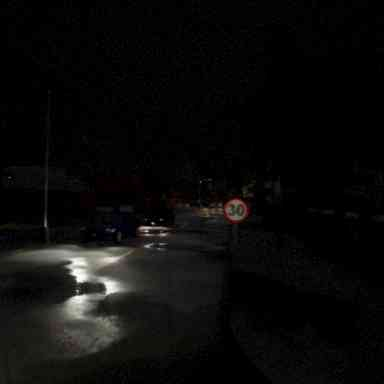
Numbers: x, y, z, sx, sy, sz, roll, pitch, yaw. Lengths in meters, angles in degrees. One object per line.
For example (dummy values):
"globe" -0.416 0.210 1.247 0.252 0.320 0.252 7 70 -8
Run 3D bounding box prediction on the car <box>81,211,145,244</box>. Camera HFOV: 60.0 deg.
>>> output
"car" -4.298 1.836 18.165 1.882 1.535 5.008 1 -1 7

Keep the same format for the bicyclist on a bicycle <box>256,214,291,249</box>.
"bicyclist on a bicycle" 3.855 1.860 15.697 1.656 1.620 0.582 1 -1 7

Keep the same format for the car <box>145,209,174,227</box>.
"car" -2.831 2.239 29.836 2.033 1.411 5.357 1 -1 8
